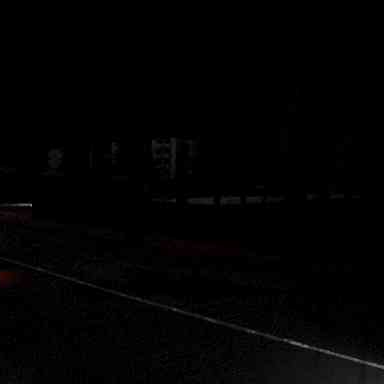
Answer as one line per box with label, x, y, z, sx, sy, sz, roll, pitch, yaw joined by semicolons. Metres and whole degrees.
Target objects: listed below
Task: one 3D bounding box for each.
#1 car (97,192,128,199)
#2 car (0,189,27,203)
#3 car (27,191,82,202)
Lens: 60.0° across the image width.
car;-7.895;0.767;33.098;1.837;1.490;4.892;2;1;38
car;-19.464;0.387;35.493;2.128;1.511;4.902;2;1;38
car;-14.532;0.566;36.157;2.033;1.411;5.357;2;1;38
